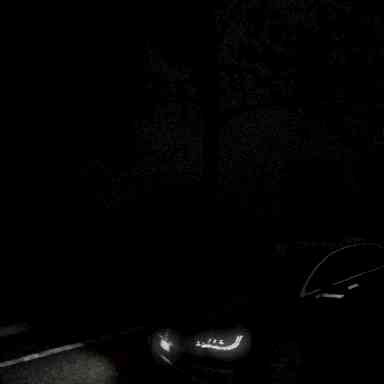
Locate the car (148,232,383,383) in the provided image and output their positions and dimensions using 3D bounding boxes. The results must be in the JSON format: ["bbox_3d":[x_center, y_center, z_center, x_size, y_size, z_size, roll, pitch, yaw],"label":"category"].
[{"bbox_3d":[1.691,1.458,5.156,4.892,1.490,1.837,-1,1,-35],"label":"car"}]
